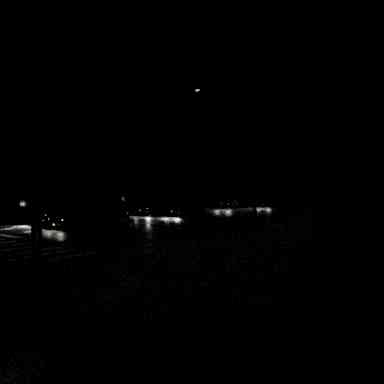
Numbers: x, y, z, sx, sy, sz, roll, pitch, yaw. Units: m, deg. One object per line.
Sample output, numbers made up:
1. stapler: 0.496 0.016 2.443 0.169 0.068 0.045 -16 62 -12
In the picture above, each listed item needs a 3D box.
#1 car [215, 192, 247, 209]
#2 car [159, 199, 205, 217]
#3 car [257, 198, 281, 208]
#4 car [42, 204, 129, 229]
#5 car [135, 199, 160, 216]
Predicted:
1. car: 5.229 1.061 43.559 2.150 2.045 5.566 0 1 36
2. car: -0.561 1.462 29.781 1.994 1.385 4.181 0 0 35
3. car: 10.546 1.418 45.393 1.895 1.301 4.718 0 0 36
4. car: -6.476 1.489 21.420 2.033 1.411 5.357 0 0 35
5. car: -3.252 1.411 31.603 1.837 1.490 4.892 0 0 35
